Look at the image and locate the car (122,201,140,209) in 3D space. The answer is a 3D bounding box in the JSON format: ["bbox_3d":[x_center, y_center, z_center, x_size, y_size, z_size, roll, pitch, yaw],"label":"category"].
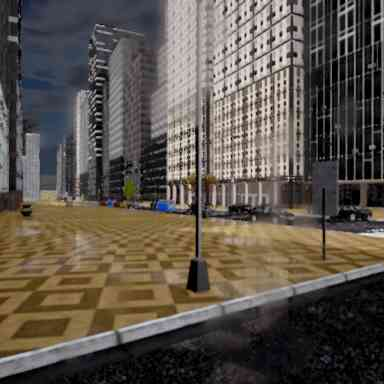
[{"bbox_3d":[-10.923,2.500,61.539,2.008,1.369,4.403,-1,-1,-26],"label":"car"}]

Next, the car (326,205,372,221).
[{"bbox_3d":[13.831,1.826,29.798,2.008,1.369,4.403,-1,-1,-26],"label":"car"}]

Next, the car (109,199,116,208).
[{"bbox_3d":[-15.843,2.704,71.655,1.887,1.381,4.507,-1,-1,-26],"label":"car"}]

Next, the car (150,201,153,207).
[{"bbox_3d":[-5.710,1.996,57.000,1.837,1.490,4.892,0,-1,-26],"label":"car"}]

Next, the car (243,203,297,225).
[{"bbox_3d":[6.295,1.794,26.133,2.008,1.369,4.403,-1,-1,-26],"label":"car"}]

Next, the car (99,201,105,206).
[{"bbox_3d":[-23.221,3.024,86.827,1.887,1.381,4.507,-1,-1,-26],"label":"car"}]

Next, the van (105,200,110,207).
[{"bbox_3d":[-18.306,2.607,76.714,1.690,1.788,3.998,-1,-1,-26],"label":"van"}]

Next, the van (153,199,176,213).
[{"bbox_3d":[-3.548,1.982,46.368,1.690,1.788,3.998,-1,-1,-26],"label":"van"}]

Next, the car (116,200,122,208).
[{"bbox_3d":[-13.309,2.576,66.445,1.752,1.417,4.829,-1,-1,-26],"label":"car"}]

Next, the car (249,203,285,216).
[{"bbox_3d":[8.912,2.038,39.914,1.947,1.339,4.313,-1,-1,-26],"label":"car"}]

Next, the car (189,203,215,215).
[{"bbox_3d":[1.171,2.080,42.634,1.812,1.442,4.674,0,-1,-26],"label":"car"}]

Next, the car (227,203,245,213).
[{"bbox_3d":[6.452,2.138,44.972,1.947,1.339,4.313,-1,-1,-26],"label":"car"}]
